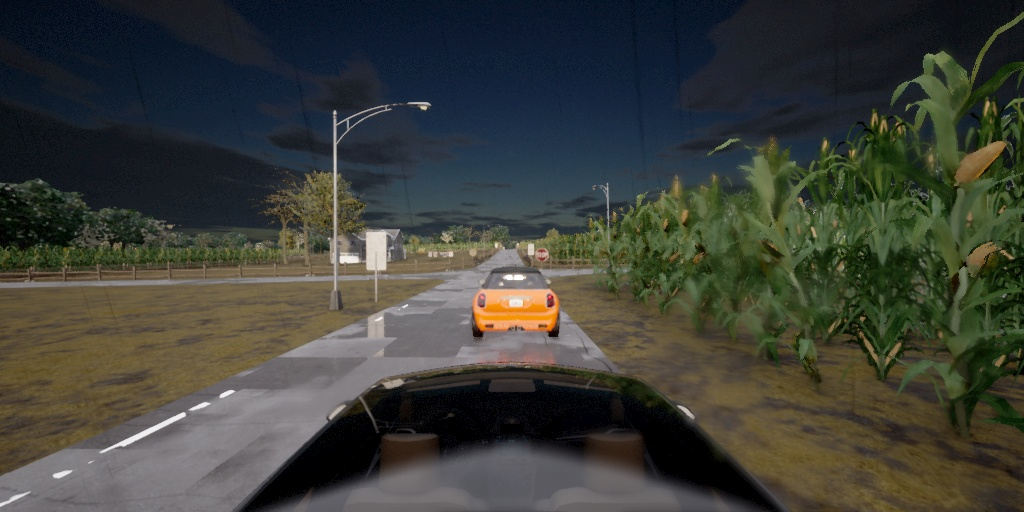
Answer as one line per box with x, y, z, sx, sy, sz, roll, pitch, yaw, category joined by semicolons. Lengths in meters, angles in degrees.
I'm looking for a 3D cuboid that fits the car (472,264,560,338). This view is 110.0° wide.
0.090;1.078;10.291;2.097;1.767;4.553;0;0;0;car
